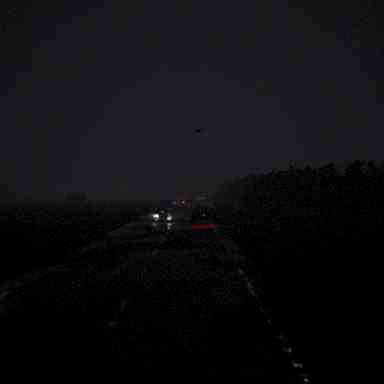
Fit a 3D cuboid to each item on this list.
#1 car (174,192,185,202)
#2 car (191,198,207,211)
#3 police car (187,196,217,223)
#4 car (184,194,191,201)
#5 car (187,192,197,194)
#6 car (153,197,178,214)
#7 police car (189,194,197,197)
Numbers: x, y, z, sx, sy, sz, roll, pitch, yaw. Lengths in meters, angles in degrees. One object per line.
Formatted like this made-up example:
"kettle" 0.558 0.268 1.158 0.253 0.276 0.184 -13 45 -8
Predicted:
"car" -2.755 1.096 75.301 2.150 2.045 5.566 0 0 0
"car" 0.822 1.491 41.647 1.812 1.442 4.674 0 0 0
"police car" 0.823 1.414 25.758 1.930 1.638 5.238 0 0 0
"car" -0.004 1.529 58.882 1.895 1.301 4.718 0 0 0
"car" -0.007 0.914 77.354 2.150 2.045 5.566 0 0 0
"car" -2.850 1.524 34.767 2.033 1.411 5.357 0 0 0
"police car" 0.822 1.401 35.757 1.930 1.638 5.238 0 0 0
